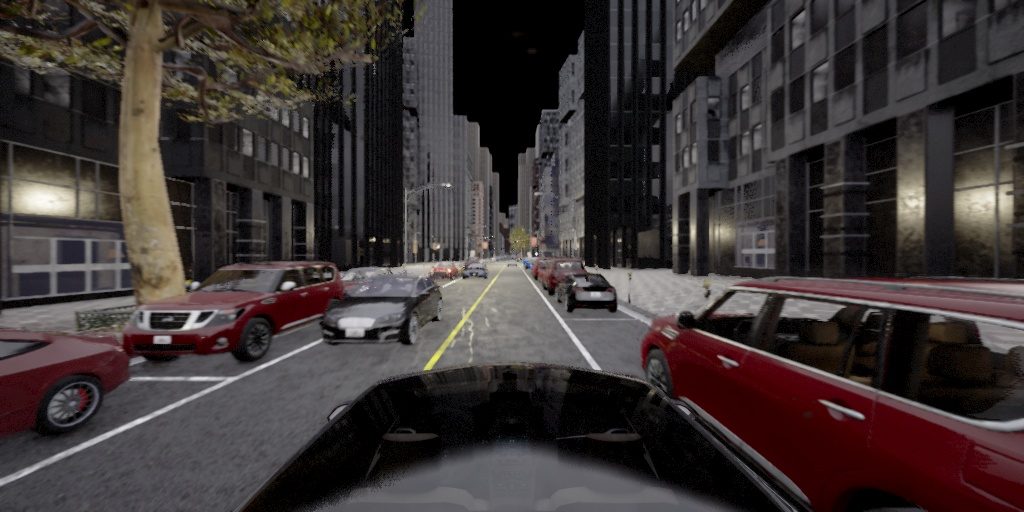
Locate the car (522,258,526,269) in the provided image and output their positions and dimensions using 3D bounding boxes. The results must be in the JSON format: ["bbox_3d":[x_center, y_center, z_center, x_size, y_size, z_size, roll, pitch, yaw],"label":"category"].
[{"bbox_3d":[2.804,1.302,52.524,1.948,1.339,4.313,0,0,0],"label":"car"}]

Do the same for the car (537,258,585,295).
[{"bbox_3d":[2.776,1.059,19.448,2.192,1.841,5.009,0,0,0],"label":"car"}]

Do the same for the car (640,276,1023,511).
[{"bbox_3d":[2.762,1.065,2.910,2.192,1.841,5.009,0,0,0],"label":"car"}]

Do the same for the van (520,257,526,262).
[{"bbox_3d":[2.813,1.076,63.548,1.690,1.789,3.998,0,0,0],"label":"van"}]

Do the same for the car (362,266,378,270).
[{"bbox_3d":[-5.754,1.184,13.936,1.967,1.591,4.097,0,0,0],"label":"car"}]

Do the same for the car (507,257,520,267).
[{"bbox_3d":[0.052,1.338,64.843,1.895,1.301,4.718,0,0,0],"label":"car"}]

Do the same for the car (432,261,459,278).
[{"bbox_3d":[-5.740,1.180,30.475,1.967,1.591,4.097,0,0,0],"label":"car"}]

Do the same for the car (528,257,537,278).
[{"bbox_3d":[2.785,1.056,30.473,2.192,1.841,5.009,0,0,0],"label":"car"}]

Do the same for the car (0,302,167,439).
[{"bbox_3d":[-5.763,1.331,2.910,1.802,1.307,4.207,0,0,0],"label":"car"}]

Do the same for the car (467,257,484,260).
[{"bbox_3d":[-5.721,1.050,52.528,2.192,1.841,5.009,0,0,0],"label":"car"}]

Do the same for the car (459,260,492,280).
[{"bbox_3d":[-3.024,1.305,30.555,1.994,1.385,4.181,0,0,1],"label":"car"}]

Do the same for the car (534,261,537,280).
[{"bbox_3d":[2.781,1.288,24.960,1.888,1.381,4.507,0,0,0],"label":"car"}]

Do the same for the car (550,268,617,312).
[{"bbox_3d":[2.771,1.312,13.935,1.948,1.339,4.313,0,0,0],"label":"car"}]

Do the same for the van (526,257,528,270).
[{"bbox_3d":[2.795,1.080,41.498,1.690,1.789,3.998,0,0,0],"label":"van"}]

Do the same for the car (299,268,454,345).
[{"bbox_3d":[-3.080,1.237,9.504,2.128,1.511,4.902,0,0,0],"label":"car"}]

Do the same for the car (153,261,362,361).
[{"bbox_3d":[-5.759,1.061,8.423,2.192,1.841,5.009,0,0,0],"label":"car"}]
